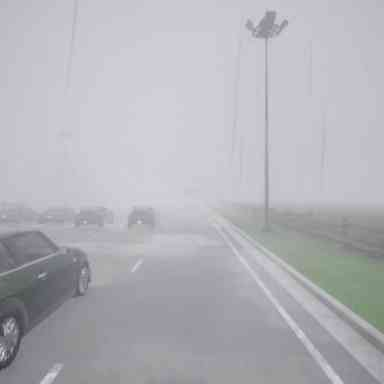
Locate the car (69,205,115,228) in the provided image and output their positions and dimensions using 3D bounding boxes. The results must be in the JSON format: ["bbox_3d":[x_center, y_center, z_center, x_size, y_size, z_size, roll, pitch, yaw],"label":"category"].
[{"bbox_3d":[-6.910,1.721,23.979,1.837,1.490,4.892,0,0,0],"label":"car"}]

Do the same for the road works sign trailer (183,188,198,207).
[{"bbox_3d":[-0.197,1.021,62.215,2.380,3.560,2.880,0,-1,0],"label":"road works sign trailer"}]

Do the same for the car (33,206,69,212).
[{"bbox_3d":[-10.416,1.800,26.272,1.994,1.385,4.181,0,0,0],"label":"car"}]

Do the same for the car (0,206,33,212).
[{"bbox_3d":[-13.918,1.804,26.709,1.994,1.385,4.181,0,0,0],"label":"car"}]

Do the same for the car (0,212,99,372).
[{"bbox_3d":[-3.402,1.405,5.899,2.097,1.767,4.553,0,-1,0],"label":"car"}]

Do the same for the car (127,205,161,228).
[{"bbox_3d":[-3.410,1.721,23.985,1.837,1.490,4.892,0,0,0],"label":"car"}]
